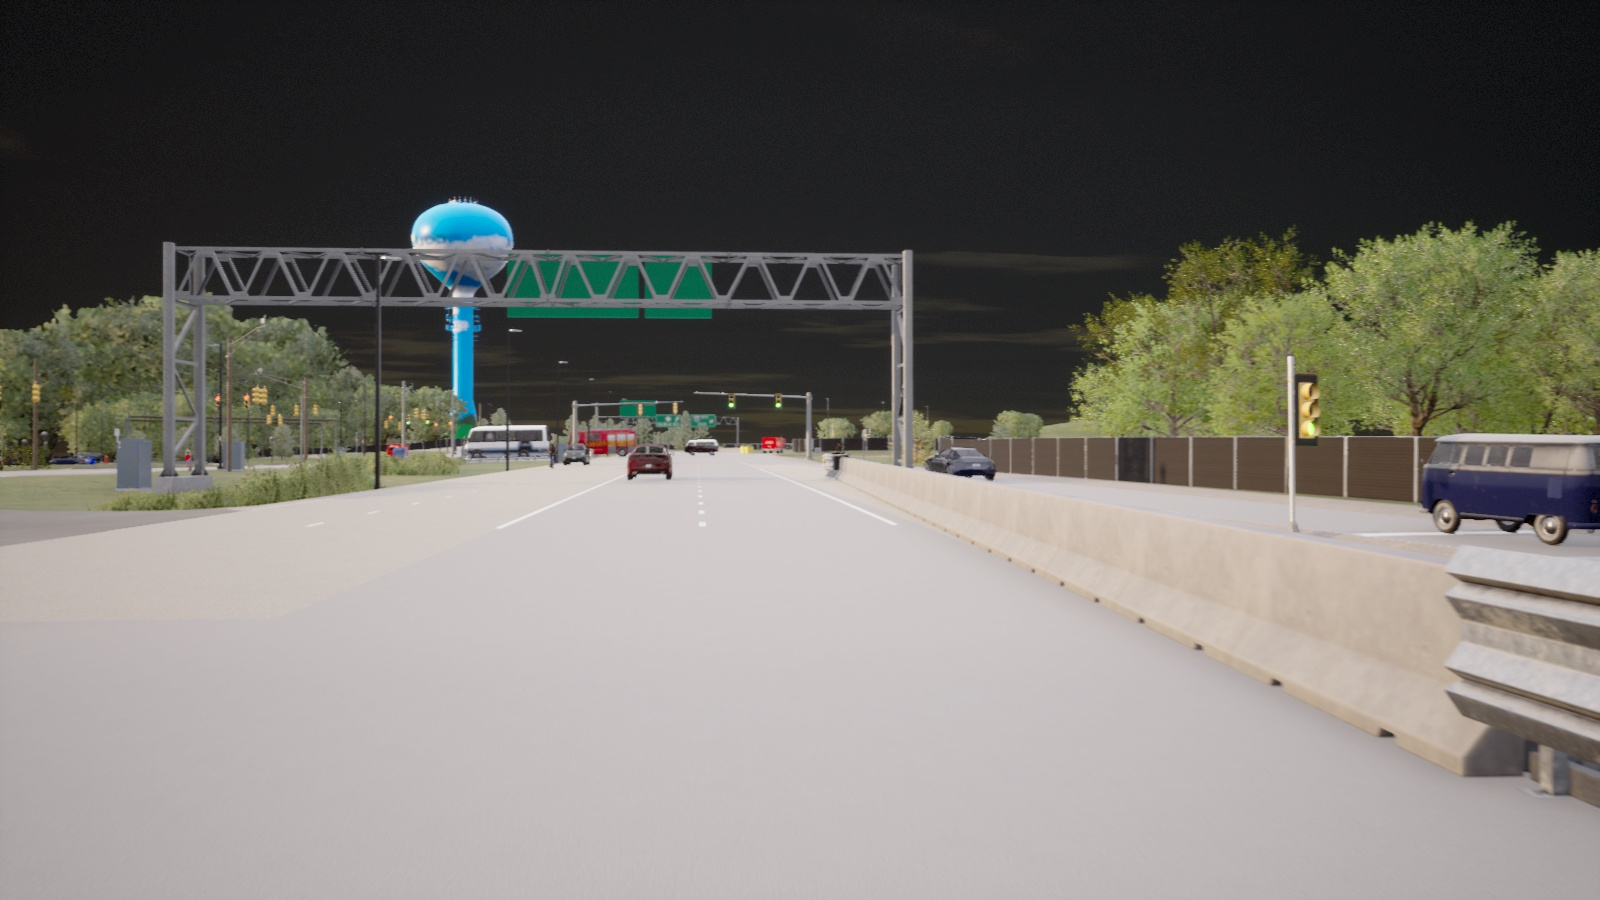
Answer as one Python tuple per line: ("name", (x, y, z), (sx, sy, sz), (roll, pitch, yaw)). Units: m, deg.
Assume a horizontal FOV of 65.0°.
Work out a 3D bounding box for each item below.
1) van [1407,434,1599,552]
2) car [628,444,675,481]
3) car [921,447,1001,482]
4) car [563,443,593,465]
("van", (13.789, 0.711, 23.723), (1.775, 1.987, 4.442), (0, 1, -13))
("car", (-6.527, 0.515, 55.628), (1.882, 1.535, 5.008), (0, 0, -5))
("car", (6.764, 0.589, 53.140), (1.994, 1.385, 4.181), (0, 1, -14))
("car", (-16.620, 0.278, 94.103), (1.851, 1.617, 3.988), (0, 0, -5))
